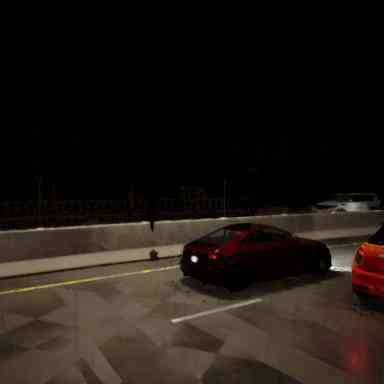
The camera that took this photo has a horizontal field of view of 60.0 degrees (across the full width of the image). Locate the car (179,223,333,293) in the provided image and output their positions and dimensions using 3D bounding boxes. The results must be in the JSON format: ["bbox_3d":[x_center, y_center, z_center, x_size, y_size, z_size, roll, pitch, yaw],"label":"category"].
[{"bbox_3d":[1.758,1.528,8.808,4.181,1.385,1.994,0,0,-32],"label":"car"}]

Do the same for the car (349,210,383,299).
[{"bbox_3d":[5.486,1.314,6.939,4.553,1.767,2.097,0,0,-30],"label":"car"}]

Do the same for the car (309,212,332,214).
[{"bbox_3d":[12.057,1.098,25.886,5.566,2.045,2.150,0,0,-22],"label":"car"}]

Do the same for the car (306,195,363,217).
[{"bbox_3d":[12.776,1.213,29.856,4.553,1.767,2.097,0,0,-20],"label":"car"}]
